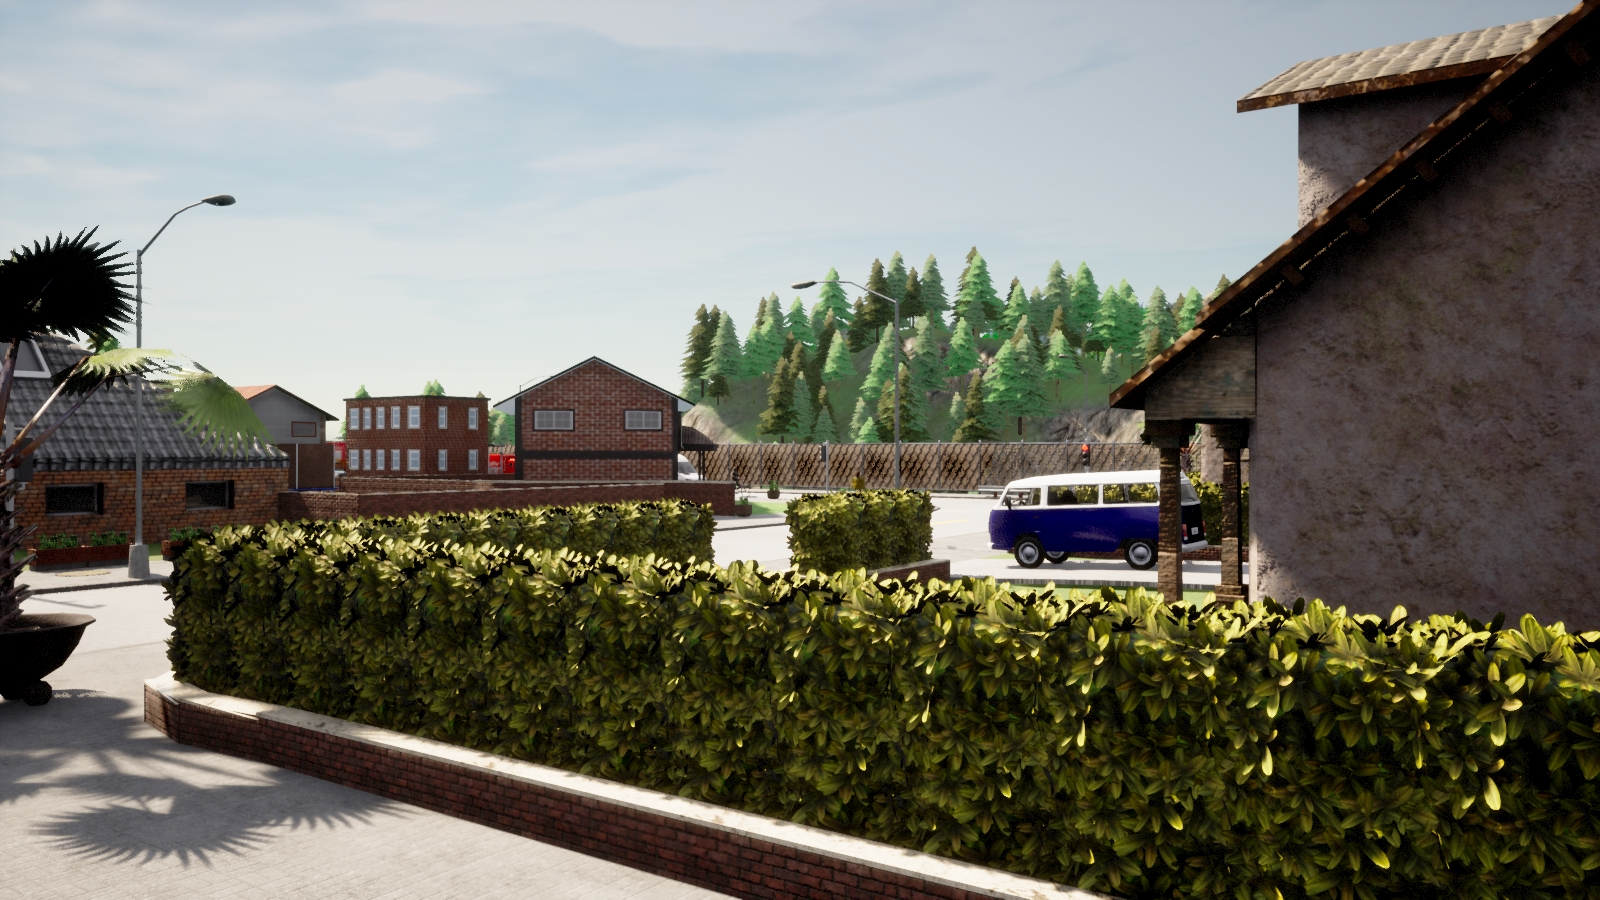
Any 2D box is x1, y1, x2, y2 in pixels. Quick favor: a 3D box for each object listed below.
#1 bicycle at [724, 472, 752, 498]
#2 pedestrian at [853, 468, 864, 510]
[{"bbox_3d":[-3.643,2.044,67.431,1.835,1.471,0.329,0,0,35],"label":"bicycle"},{"bbox_3d":[2.621,1.734,51.095,0.375,1.860,0.375,0,0,18],"label":"pedestrian"}]
